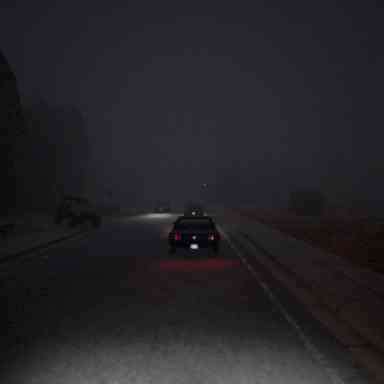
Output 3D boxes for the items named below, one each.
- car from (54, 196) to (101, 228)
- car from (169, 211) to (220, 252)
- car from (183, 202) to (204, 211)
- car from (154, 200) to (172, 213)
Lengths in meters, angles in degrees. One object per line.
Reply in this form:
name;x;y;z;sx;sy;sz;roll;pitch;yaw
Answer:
car;-7.625;1.282;22.048;1.905;1.878;3.866;8;-4;-42
car;0.104;1.689;14.260;1.895;1.301;4.718;0;0;0
car;0.151;1.722;31.975;1.812;1.442;4.674;0;0;0
car;-3.521;1.741;40.340;2.128;1.511;4.902;0;0;0
